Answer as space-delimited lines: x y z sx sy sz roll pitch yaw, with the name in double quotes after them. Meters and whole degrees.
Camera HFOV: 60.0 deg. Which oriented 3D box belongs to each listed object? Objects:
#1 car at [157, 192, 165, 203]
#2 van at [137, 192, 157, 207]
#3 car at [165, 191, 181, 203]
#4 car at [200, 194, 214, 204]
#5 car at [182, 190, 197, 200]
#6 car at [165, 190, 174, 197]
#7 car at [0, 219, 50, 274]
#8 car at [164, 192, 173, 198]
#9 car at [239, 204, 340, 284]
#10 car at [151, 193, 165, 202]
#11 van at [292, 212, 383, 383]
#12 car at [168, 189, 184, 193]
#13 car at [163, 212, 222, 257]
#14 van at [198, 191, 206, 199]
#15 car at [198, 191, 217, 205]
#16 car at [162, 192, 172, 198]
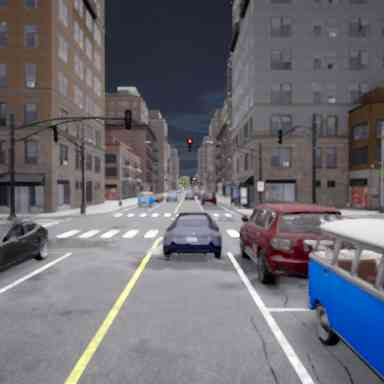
-5.779 1.037 51.918 1.947 1.339 4.313 0 1 0 "car"
-5.705 0.923 41.104 1.690 1.788 3.998 0 1 0 "van"
-3.217 0.968 54.799 1.812 1.442 4.674 0 1 0 "car"
2.325 1.022 51.977 2.008 1.369 4.403 0 1 0 "car"
-0.424 0.898 65.331 1.994 1.385 4.181 0 1 0 "car"
-6.041 0.398 89.756 2.192 1.841 5.009 0 1 0 "car"
-5.455 1.473 9.145 1.947 1.339 4.313 0 1 0 "car"
-6.003 0.704 84.353 1.947 1.339 4.313 0 1 0 "car"
2.570 1.221 9.200 2.192 1.841 5.009 0 1 0 "car"
-5.817 0.961 57.323 1.887 1.381 4.507 0 1 0 "car"
2.609 1.303 3.689 1.690 1.788 3.998 0 1 0 "van"
-3.257 0.421 70.496 2.128 1.511 4.902 0 1 0 "car"
0.068 1.437 12.406 1.994 1.385 4.181 0 0 2 "car"
2.150 0.590 73.598 1.690 1.788 3.998 0 1 0 "van"
2.369 0.841 46.569 2.192 1.841 5.009 0 1 0 "car"
-5.966 0.745 78.947 2.008 1.369 4.403 0 1 0 "car"
